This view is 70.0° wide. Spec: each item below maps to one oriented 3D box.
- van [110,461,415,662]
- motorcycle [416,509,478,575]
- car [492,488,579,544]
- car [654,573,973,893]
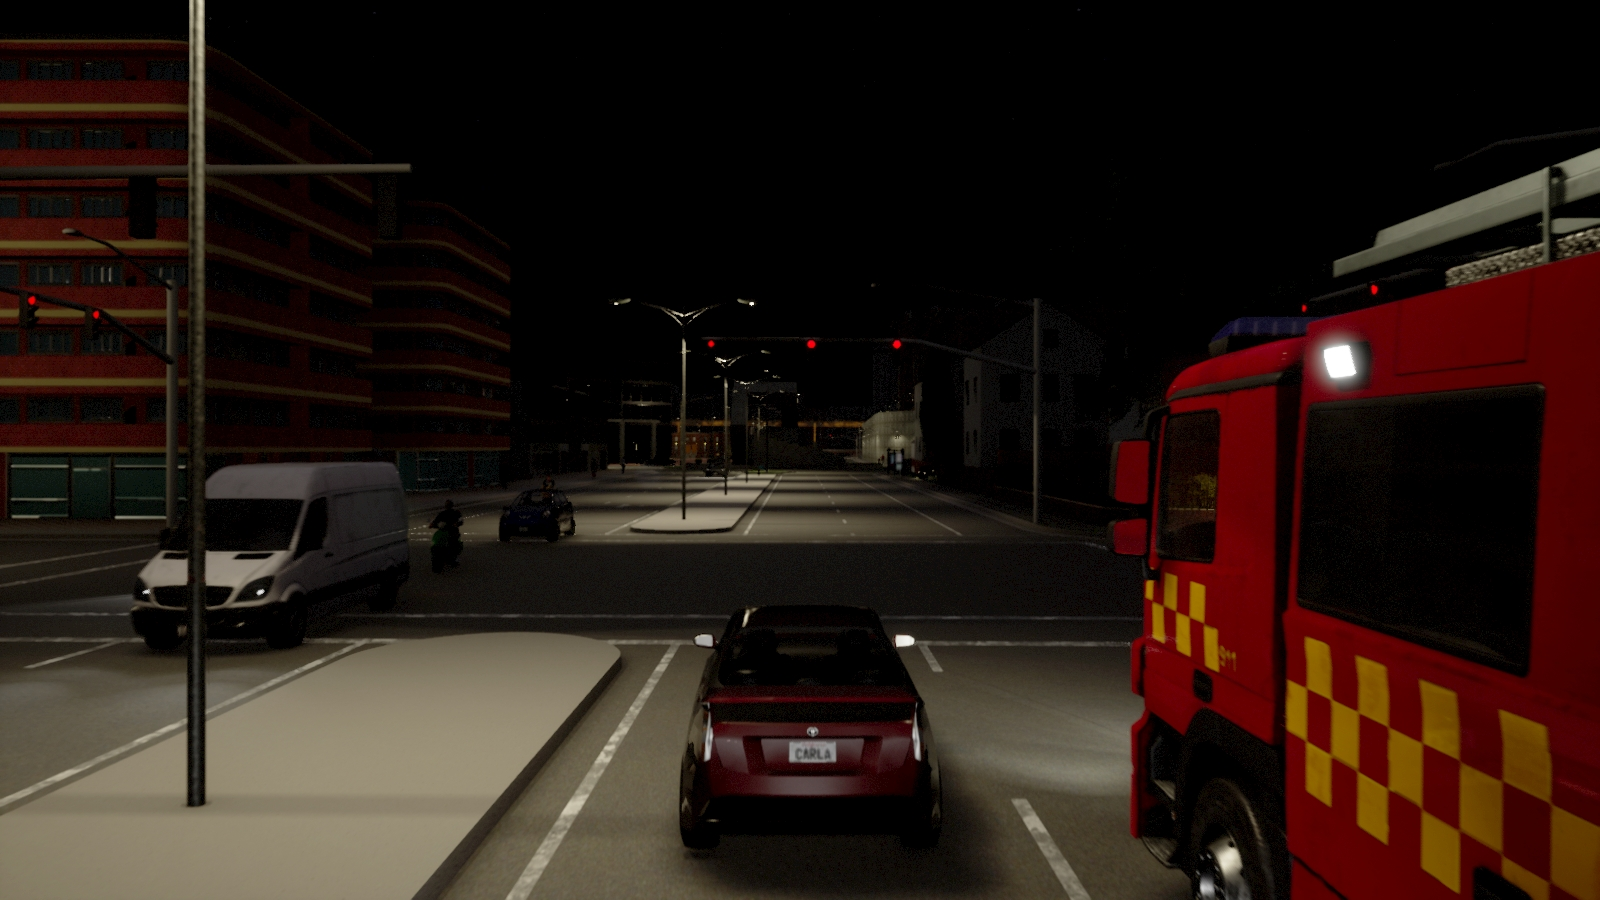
[{"bbox_3d":[-8.024,1.490,17.887,1.988,2.561,5.915,0,0,0],"label":"van"},{"bbox_3d":[-8.013,2.074,26.012,0.856,1.341,1.805,0,0,0],"label":"motorcycle"},{"bbox_3d":[-8.032,1.970,34.998,1.845,1.501,3.633,0,0,0],"label":"car"},{"bbox_3d":[0.054,2.025,9.458,2.007,1.525,4.514,0,0,-1],"label":"car"}]
